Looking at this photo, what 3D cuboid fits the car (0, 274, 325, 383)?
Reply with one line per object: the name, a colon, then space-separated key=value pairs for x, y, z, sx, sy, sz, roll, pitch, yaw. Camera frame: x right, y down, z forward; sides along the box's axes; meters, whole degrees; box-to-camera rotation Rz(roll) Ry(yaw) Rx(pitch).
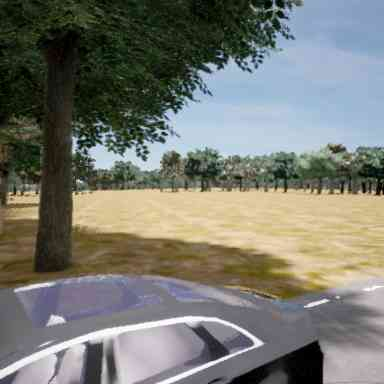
car: x=-1.093 y=1.484 z=2.301 sx=4.902 sy=1.511 sz=2.128 roll=0 pitch=0 yaw=-35
